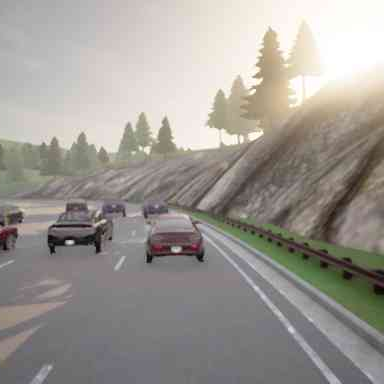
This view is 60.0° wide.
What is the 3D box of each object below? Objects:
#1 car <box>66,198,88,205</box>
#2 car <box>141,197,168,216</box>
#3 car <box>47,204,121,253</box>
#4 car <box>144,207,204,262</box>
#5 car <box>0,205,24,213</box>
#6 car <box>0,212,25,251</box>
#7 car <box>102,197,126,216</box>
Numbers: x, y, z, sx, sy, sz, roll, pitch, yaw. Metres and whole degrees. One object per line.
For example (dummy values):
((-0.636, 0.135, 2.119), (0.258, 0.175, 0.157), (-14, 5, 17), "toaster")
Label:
((-11.375, 1.385, 32.893), (1.882, 1.535, 5.008), (0, 0, -16), "car")
((-3.391, 1.249, 29.705), (2.097, 1.767, 4.553), (0, 0, -12), "car")
((-4.330, 1.452, 13.489), (2.128, 1.511, 4.902), (0, 0, -6), "car")
((-0.661, 1.482, 11.914), (1.812, 1.442, 4.674), (0, 0, -5), "car")
((-12.553, 1.516, 21.806), (1.994, 1.385, 4.181), (0, 0, -9), "car")
((-7.553, 1.580, 10.913), (1.895, 1.301, 4.718), (0, 0, -5), "car")
((-7.322, 1.254, 31.220), (2.097, 1.767, 4.553), (0, 0, -13), "car")
